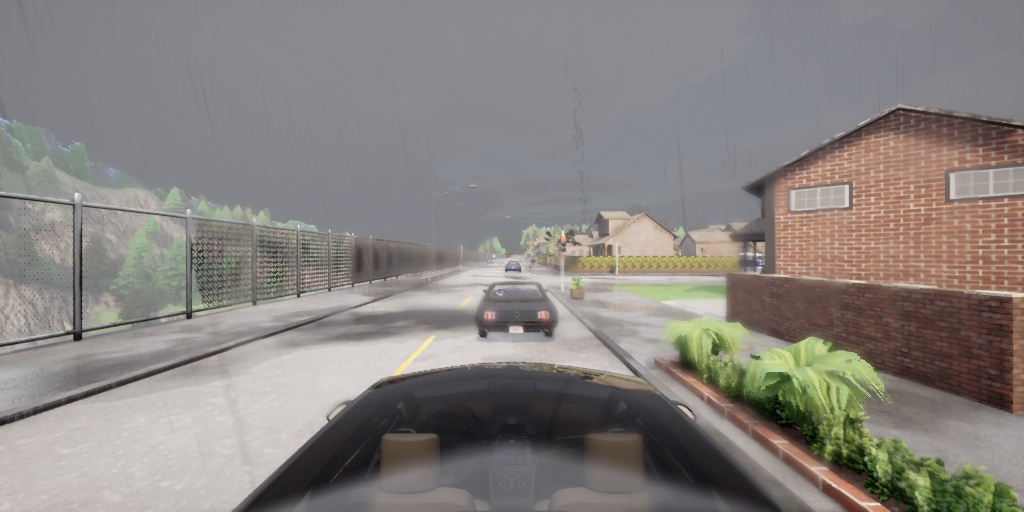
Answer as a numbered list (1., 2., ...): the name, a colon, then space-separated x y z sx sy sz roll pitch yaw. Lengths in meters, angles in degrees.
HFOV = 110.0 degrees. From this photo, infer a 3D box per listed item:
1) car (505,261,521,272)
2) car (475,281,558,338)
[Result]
1. car: 0.152 1.314 44.870 1.994 1.385 4.181 0 0 0
2. car: 0.109 1.351 10.206 1.895 1.301 4.718 0 0 0
